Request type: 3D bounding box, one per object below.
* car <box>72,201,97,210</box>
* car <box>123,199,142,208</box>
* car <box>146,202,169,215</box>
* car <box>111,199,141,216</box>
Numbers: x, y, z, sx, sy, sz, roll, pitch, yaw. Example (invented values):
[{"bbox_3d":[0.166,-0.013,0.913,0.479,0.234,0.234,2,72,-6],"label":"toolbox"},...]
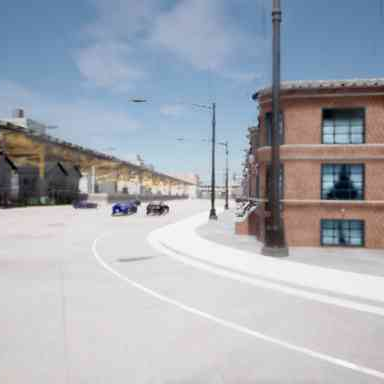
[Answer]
[{"bbox_3d":[-16.366,1.992,50.910,1.895,1.301,4.718,1,-1,9],"label":"car"},{"bbox_3d":[-11.025,2.090,61.647,1.882,1.535,5.008,1,-1,9],"label":"car"},{"bbox_3d":[-3.949,1.882,38.718,2.128,1.511,4.902,1,-1,9],"label":"car"},{"bbox_3d":[-7.626,1.867,37.874,1.812,1.442,4.674,1,-1,9],"label":"car"}]
